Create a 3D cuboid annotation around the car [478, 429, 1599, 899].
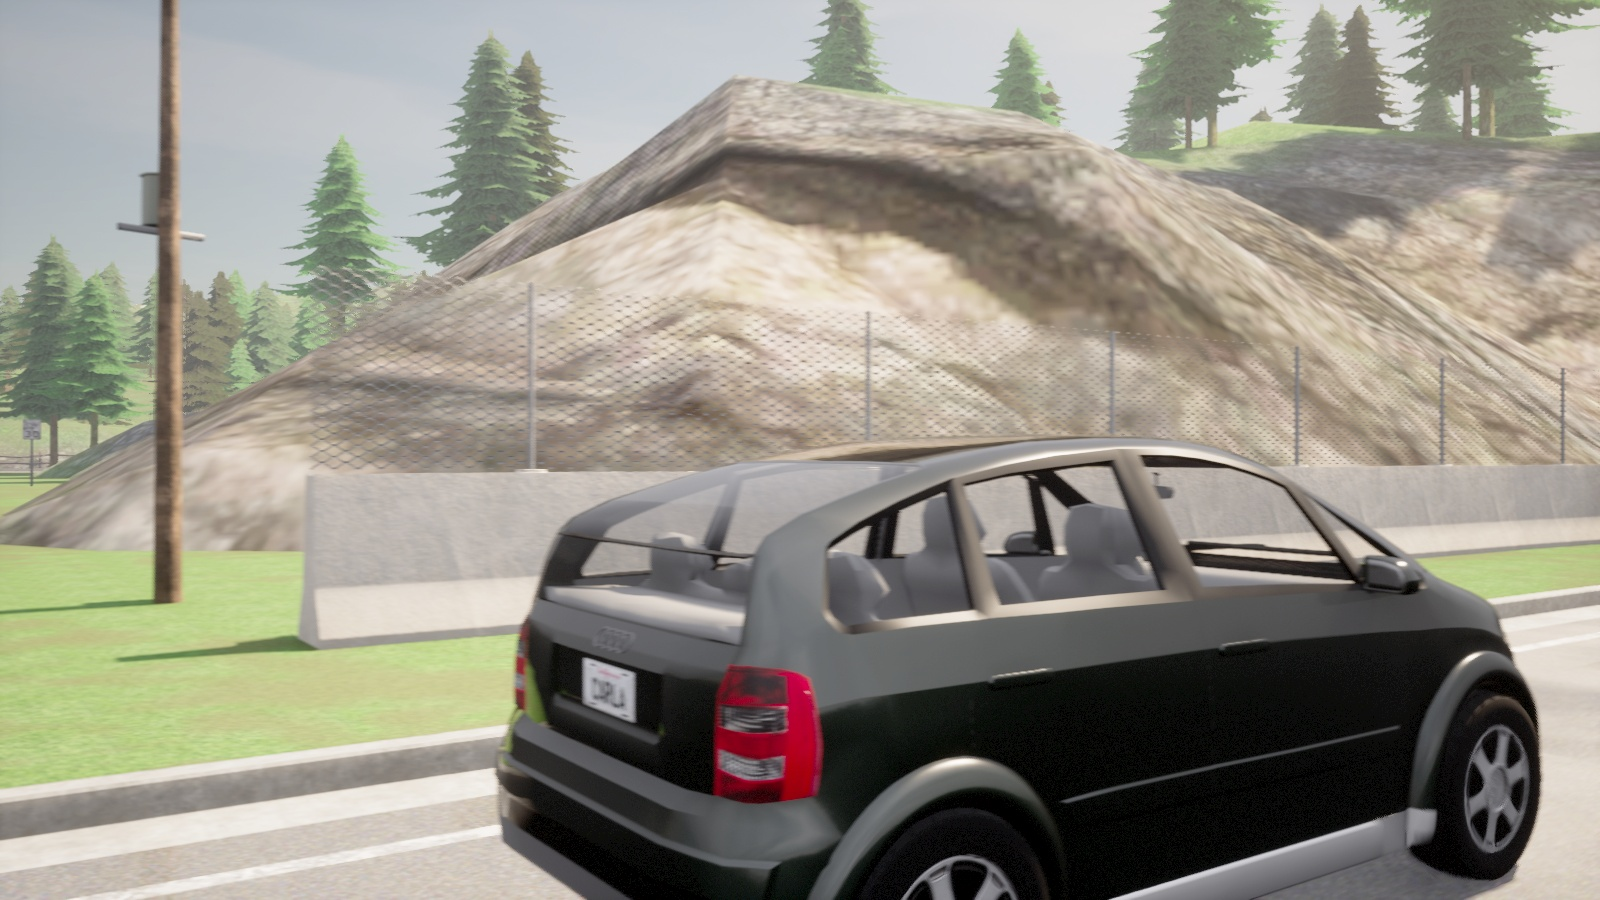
[{"bbox_3d":[0.999,0.732,4.355,3.705,1.549,1.789,0,0,-35],"label":"car"}]
